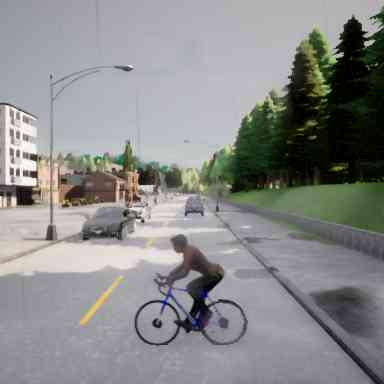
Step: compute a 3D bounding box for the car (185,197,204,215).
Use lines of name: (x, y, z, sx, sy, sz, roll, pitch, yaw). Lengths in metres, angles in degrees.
car: (0.220, 1.544, 33.398, 2.033, 1.411, 5.357, 0, 0, 0)

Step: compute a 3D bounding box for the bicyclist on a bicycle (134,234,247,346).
bicyclist on a bicycle: (-0.023, 1.443, 4.836, 1.656, 1.620, 0.582, 0, 0, 0)

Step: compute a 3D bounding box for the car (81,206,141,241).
car: (-4.034, 1.504, 16.741, 1.837, 1.490, 4.892, 0, 0, 0)
